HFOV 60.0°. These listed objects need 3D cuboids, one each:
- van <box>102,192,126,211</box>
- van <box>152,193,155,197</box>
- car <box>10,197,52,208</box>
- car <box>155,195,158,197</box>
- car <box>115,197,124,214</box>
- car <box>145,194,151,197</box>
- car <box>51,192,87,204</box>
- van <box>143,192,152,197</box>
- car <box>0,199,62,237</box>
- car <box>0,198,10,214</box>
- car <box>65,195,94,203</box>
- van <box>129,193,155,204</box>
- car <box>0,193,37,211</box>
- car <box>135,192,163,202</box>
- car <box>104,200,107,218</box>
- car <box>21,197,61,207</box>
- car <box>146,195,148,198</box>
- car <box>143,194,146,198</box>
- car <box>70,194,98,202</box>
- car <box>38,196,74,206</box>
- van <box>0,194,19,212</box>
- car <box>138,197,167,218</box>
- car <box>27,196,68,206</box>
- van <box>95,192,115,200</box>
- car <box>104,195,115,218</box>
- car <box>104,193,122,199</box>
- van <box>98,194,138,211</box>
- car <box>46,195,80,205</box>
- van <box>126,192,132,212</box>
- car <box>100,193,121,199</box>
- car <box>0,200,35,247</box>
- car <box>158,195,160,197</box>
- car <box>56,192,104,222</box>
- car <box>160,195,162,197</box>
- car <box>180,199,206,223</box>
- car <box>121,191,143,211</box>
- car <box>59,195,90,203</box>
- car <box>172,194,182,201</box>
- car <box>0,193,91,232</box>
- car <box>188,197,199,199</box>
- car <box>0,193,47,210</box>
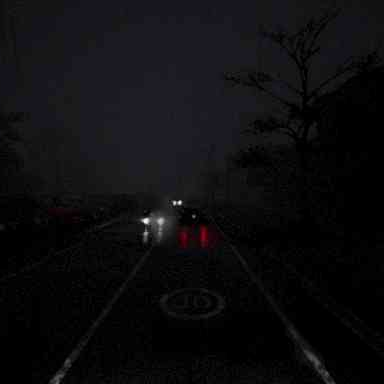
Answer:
[{"bbox_3d":[-9.019,1.222,32.273,4.442,1.987,1.878,0,0,0],"label":"van"},{"bbox_3d":[-8.793,1.147,54.703,4.442,1.987,1.878,0,1,0],"label":"van"},{"bbox_3d":[-22.015,1.455,45.639,4.792,1.488,2.163,0,0,0],"label":"car"},{"bbox_3d":[-8.905,1.350,57.512,5.008,1.535,2.097,0,0,0],"label":"car"},{"bbox_3d":[-8.895,1.451,29.469,4.892,1.521,2.231,0,0,0],"label":"car"},{"bbox_3d":[-8.937,1.440,49.100,4.792,1.488,2.163,0,0,0],"label":"car"},{"bbox_3d":[-21.962,1.081,59.521,5.566,2.045,2.435,0,0,0],"label":"car"},{"bbox_3d":[-9.025,1.166,51.901,4.442,1.987,1.878,0,0,0],"label":"van"},{"bbox_3d":[-8.866,1.335,15.453,4.553,1.767,2.185,0,0,0],"label":"car"},{"bbox_3d":[-22.169,1.443,34.536,5.366,1.575,1.946,0,0,0],"label":"car"},{"bbox_3d":[-21.998,1.285,65.075,5.008,1.535,2.097,0,0,0],"label":"car"},{"bbox_3d":[-9.028,1.100,60.313,4.442,1.987,1.878,0,0,0],"label":"van"},{"bbox_3d":[-22.013,1.191,40.087,5.566,2.045,2.435,0,0,0],"label":"car"},{"bbox_3d":[-8.886,1.002,68.723,5.566,2.045,2.435,0,0,0],"label":"car"},{"bbox_3d":[-8.897,1.494,23.863,4.674,1.452,2.002,0,0,0],"label":"car"},{"bbox_3d":[-21.958,1.445,48.423,4.792,1.488,2.163,0,0,0],"label":"car"},{"bbox_3d":[-8.904,1.463,46.292,4.674,1.452,2.002,0,0,0],"label":"car"},{"bbox_3d":[-8.912,1.434,43.489,4.892,1.521,2.231,0,0,0],"label":"car"},{"bbox_3d":[-22.000,1.262,67.851,4.892,1.521,2.231,0,0,0],"label":"car"},{"bbox_3d":[-21.984,1.378,53.971,5.008,1.535,2.097,0,0,0],"label":"car"},{"bbox_3d":[-22.100,1.218,37.311,4.442,1.987,1.878,0,0,0],"label":"van"},{"bbox_3d":[-3.317,1.510,30.566,2.033,1.411,5.357,0,0,0],"label":"car"},{"bbox_3d":[-22.173,1.394,51.194,5.366,1.575,1.946,0,0,0],"label":"car"},{"bbox_3d":[-22.116,0.892,84.501,4.442,1.987,1.878,0,0,0],"label":"van"},{"bbox_3d":[-8.932,1.326,26.666,4.553,1.767,2.185,0,0,0],"label":"car"},{"bbox_3d":[-22.000,1.087,92.830,4.674,1.452,2.002,0,0,0],"label":"car"},{"bbox_3d":[-9.022,1.215,40.681,4.442,1.987,1.878,0,0,0],"label":"van"},{"bbox_3d":[-21.984,1.357,56.749,4.892,1.521,2.231,0,0,0],"label":"car"},{"bbox_3d":[-9.020,1.220,35.076,4.442,1.987,1.878,0,0,0],"label":"van"},{"bbox_3d":[-21.996,1.070,90.055,5.008,1.535,2.097,0,0,0],"label":"car"},{"bbox_3d":[-8.865,1.337,12.650,4.553,1.767,2.185,0,0,0],"label":"car"},{"bbox_3d":[-8.915,1.341,63.118,4.674,1.452,2.002,0,0,0],"label":"car"},{"bbox_3d":[-8.870,1.205,21.060,5.566,2.045,2.435,0,0,0],"label":"car"},{"bbox_3d":[-8.728,1.274,65.921,5.366,1.575,1.946,0,1,0],"label":"car"},{"bbox_3d":[0.127,1.499,25.462,1.812,1.442,4.674,0,0,0],"label":"car"},{"bbox_3d":[-8.876,1.192,37.880,5.566,2.045,2.435,0,0,0],"label":"car"},{"bbox_3d":[-21.997,1.308,62.299,5.008,1.535,2.097,0,0,0],"label":"car"},{"bbox_3d":[-3.175,1.244,72.583,2.128,1.511,4.902,0,0,0],"label":"car"},{"bbox_3d":[-8.869,1.207,18.256,5.566,2.045,2.435,0,0,0],"label":"car"},{"bbox_3d":[0.143,1.417,42.268,2.128,1.511,4.902,0,0,0],"label":"car"},{"bbox_3d":[-21.957,1.183,42.864,5.566,2.045,2.435,0,0,0],"label":"car"}]
